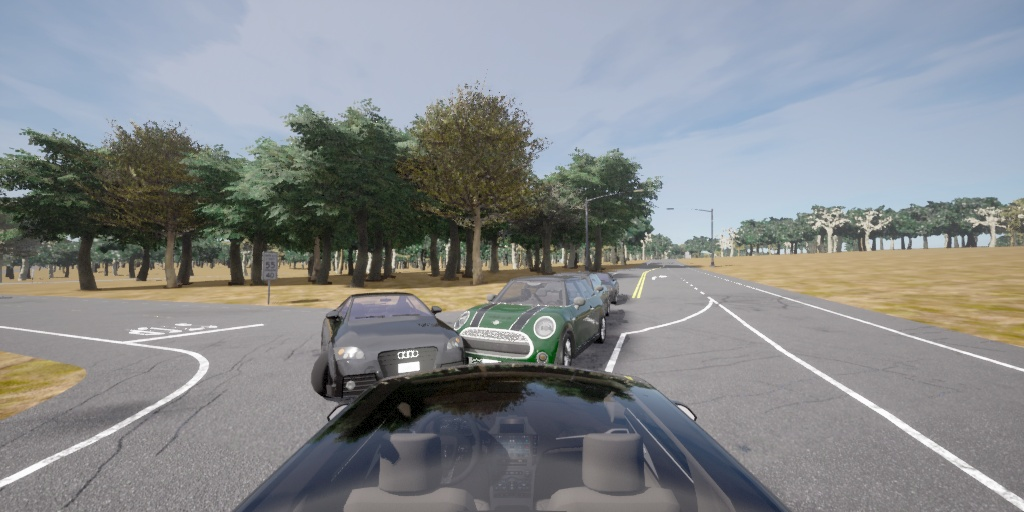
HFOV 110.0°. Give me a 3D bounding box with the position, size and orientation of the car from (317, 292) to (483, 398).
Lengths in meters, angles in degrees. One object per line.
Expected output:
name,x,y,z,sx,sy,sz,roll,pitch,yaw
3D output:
car,-2.352,1.375,6.578,1.994,1.385,4.181,1,-2,-29

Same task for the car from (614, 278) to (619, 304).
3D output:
car,4.221,1.509,17.823,1.994,1.385,4.181,-1,0,19

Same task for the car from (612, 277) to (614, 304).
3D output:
car,2.027,1.344,12.096,2.097,1.767,4.553,-1,-1,21

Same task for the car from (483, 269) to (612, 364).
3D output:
car,0.620,1.217,7.783,2.097,1.767,4.553,-1,-2,26
